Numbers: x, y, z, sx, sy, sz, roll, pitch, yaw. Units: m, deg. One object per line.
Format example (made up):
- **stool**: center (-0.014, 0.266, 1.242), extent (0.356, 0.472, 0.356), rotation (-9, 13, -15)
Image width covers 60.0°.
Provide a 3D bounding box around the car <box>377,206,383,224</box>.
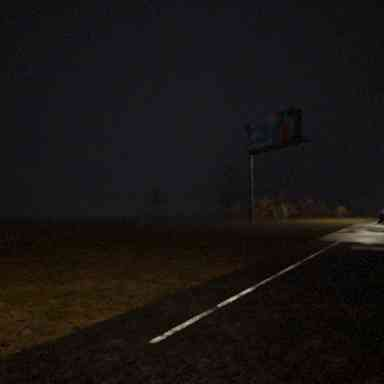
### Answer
- **car**: center (22.908, 2.690, 38.642), extent (2.150, 2.045, 5.566), rotation (-2, -3, 33)
